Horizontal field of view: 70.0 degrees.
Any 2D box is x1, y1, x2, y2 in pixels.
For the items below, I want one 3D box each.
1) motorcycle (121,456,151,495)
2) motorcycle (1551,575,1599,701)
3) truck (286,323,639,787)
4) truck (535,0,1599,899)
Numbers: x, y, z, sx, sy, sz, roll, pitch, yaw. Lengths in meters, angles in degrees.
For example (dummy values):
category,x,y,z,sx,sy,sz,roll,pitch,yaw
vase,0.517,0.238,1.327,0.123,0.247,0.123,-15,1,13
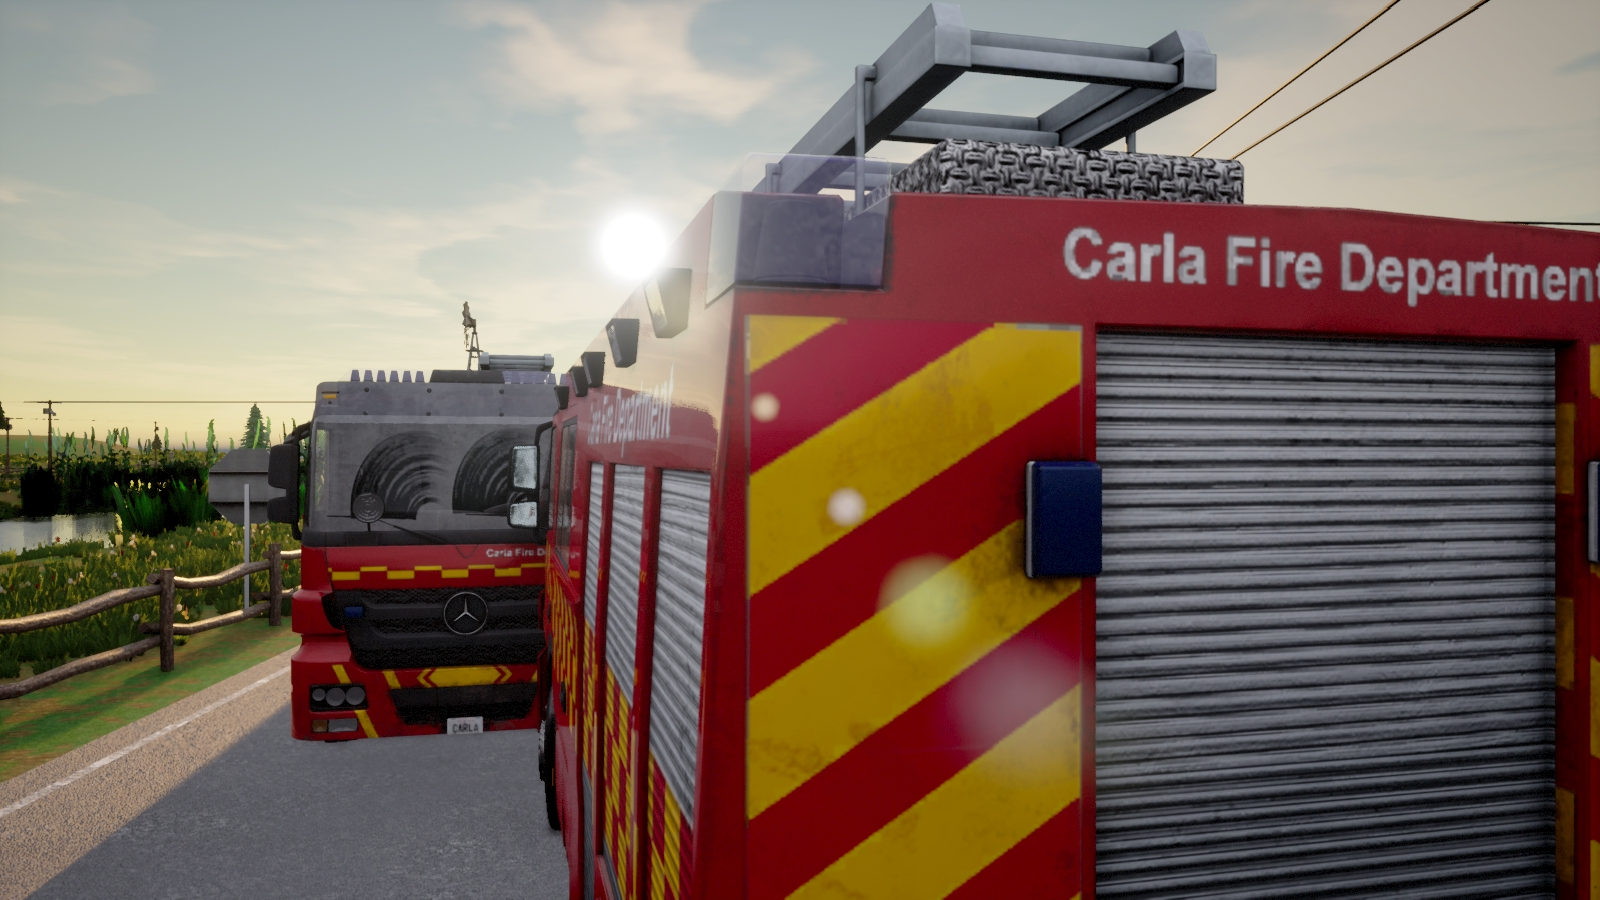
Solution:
category,x,y,z,sx,sy,sz,roll,pitch,yaw
motorcycle,-41.331,1.577,71.182,0.803,2.348,2.033,0,0,-4
motorcycle,9.787,2.142,13.127,1.805,1.316,0.856,0,0,-7
truck,-3.910,0.862,13.876,2.891,3.827,8.468,0,0,-15
truck,0.023,0.867,6.872,2.891,3.827,8.468,0,0,-15
